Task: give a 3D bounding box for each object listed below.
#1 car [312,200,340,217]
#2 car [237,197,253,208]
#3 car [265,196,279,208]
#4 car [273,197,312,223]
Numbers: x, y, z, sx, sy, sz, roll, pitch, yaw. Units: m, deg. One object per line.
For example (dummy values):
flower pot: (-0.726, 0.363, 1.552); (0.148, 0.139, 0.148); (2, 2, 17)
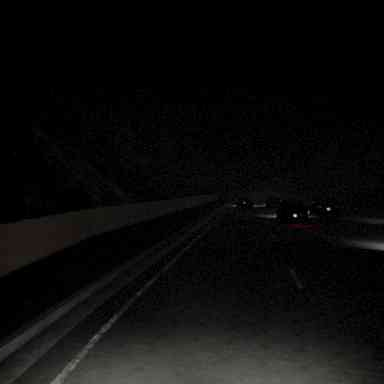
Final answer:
car: (11.660, 1.382, 29.541); (1.994, 1.385, 4.181); (0, 0, 10)
car: (6.607, 1.255, 41.578); (1.994, 1.385, 4.181); (0, 1, 10)
car: (10.107, 1.205, 41.281); (2.128, 1.511, 4.902); (0, 1, 10)
car: (7.236, 1.338, 24.386); (1.837, 1.490, 4.892); (0, -1, 10)
